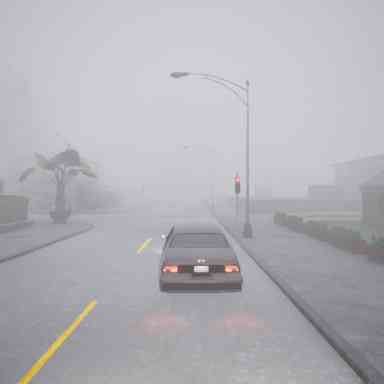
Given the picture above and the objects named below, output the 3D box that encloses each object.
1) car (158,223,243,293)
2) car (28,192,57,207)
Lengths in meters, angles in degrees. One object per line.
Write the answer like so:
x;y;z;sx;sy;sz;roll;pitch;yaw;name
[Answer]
0.114;1.547;8.989;2.033;1.411;5.357;0;0;-2;car
-19.758;0.985;43.904;1.905;1.878;3.866;0;0;35;car
